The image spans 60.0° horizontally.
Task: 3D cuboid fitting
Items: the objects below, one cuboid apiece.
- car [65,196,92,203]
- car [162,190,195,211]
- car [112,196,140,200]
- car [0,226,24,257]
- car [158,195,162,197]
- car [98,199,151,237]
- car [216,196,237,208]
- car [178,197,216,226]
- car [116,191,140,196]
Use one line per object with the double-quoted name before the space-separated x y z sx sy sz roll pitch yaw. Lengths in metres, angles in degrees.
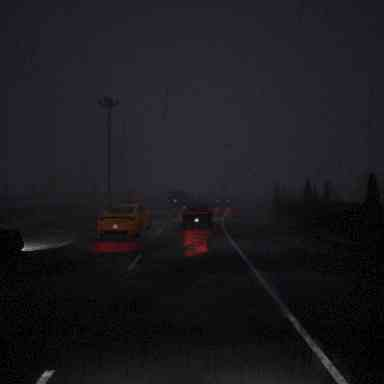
"car" -16.017 1.236 47.015 1.994 1.385 4.181 0 0 18
"car" -1.024 0.926 35.148 2.150 2.045 5.566 0 0 13
"car" -5.830 1.301 28.366 1.812 1.442 4.674 0 0 8
"car" -6.911 1.491 9.995 1.994 1.385 4.181 0 0 0
"car" -3.849 0.759 58.767 2.150 2.045 5.566 0 1 26
"car" -3.316 1.345 17.147 1.882 1.535 5.008 0 0 2
"car" 4.251 1.158 41.025 1.812 1.442 4.674 0 0 18
"car" 0.440 1.329 21.529 1.837 1.490 4.892 0 1 4
"car" -10.346 0.833 52.720 2.150 2.045 5.566 0 0 22
